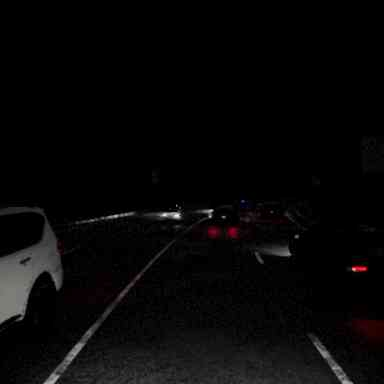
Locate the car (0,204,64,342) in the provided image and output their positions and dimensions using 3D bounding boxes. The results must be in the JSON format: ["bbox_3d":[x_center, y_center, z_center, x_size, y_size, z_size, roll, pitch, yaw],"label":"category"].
[{"bbox_3d":[-3.448,1.213,3.777,2.150,2.045,5.566,0,0,2],"label":"car"}]

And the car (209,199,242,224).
[{"bbox_3d":[2.573,1.522,25.015,1.812,1.442,4.674,0,0,10],"label":"car"}]

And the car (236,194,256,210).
[{"bbox_3d":[6.910,1.223,42.566,2.150,2.045,5.566,0,0,17],"label":"car"}]

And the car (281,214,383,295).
[{"bbox_3d":[4.008,1.553,8.867,2.033,1.411,5.357,0,0,4],"label":"car"}]

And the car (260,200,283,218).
[{"bbox_3d":[7.147,1.486,29.954,1.882,1.535,5.008,0,0,12],"label":"car"}]

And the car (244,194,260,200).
[{"bbox_3d":[13.688,1.151,75.824,2.033,1.411,5.357,0,0,29],"label":"car"}]

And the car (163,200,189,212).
[{"bbox_3d":[-1.804,1.574,38.408,1.895,1.301,4.718,0,0,15],"label":"car"}]
